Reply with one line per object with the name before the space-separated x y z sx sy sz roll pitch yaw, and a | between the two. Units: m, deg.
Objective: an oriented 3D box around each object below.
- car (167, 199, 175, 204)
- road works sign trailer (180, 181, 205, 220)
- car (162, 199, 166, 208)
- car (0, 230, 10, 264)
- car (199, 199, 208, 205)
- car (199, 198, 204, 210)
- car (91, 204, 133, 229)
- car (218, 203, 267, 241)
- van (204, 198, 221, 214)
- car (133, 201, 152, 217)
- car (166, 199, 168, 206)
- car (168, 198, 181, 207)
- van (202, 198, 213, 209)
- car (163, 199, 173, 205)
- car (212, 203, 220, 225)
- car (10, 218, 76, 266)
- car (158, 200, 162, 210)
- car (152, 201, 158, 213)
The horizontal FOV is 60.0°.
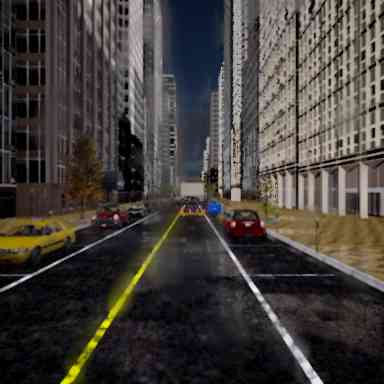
car | -5.704 2.477 91.712 1.802 1.307 4.206 -1 -1 0
road works sign trailer | 0.027 0.777 31.949 2.380 3.560 2.880 0 -1 1
car | -5.702 2.059 51.929 2.008 1.369 4.403 -1 -1 0
car | -5.700 1.505 6.463 1.967 1.590 4.097 -1 -1 0
car | 2.677 2.336 80.346 2.008 1.369 4.403 -1 -1 0
car | 2.677 1.823 51.932 2.192 1.841 5.009 -1 -1 0
car | -5.701 1.671 23.514 1.967 1.590 4.097 -1 -1 0
car | 2.680 1.615 17.831 1.967 1.590 4.097 -1 -1 0
van | 2.678 1.738 40.565 1.690 1.788 3.998 -1 -1 0
car | -5.701 1.893 34.879 2.008 1.369 4.403 -1 -1 0
car | -5.702 2.146 57.612 1.802 1.307 4.206 -1 -1 0
car | -3.014 2.186 65.320 2.033 1.411 5.357 0 -1 0
van | 2.677 1.905 57.615 1.690 1.788 3.998 -1 -1 0
car | -5.703 2.336 80.346 2.008 1.369 4.403 -1 -1 0
car | 2.681 1.758 23.683 1.752 1.417 4.829 -1 -1 0
car | -5.699 1.644 11.976 1.752 1.417 4.829 -1 -1 0
car | -5.701 1.997 46.246 1.887 1.381 4.507 -1 -1 0
car | -5.701 1.963 40.562 1.947 1.339 4.313 -1 -1 0
